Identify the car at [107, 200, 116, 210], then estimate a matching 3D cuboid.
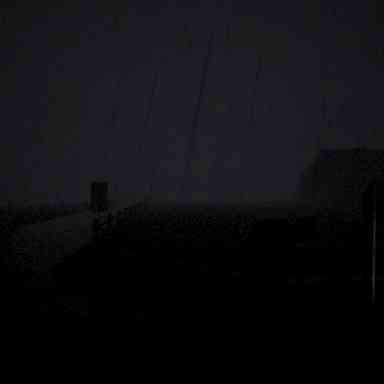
[{"bbox_3d":[-12.973,1.951,51.716,2.033,1.411,5.357,0,0,-5],"label":"car"}]
